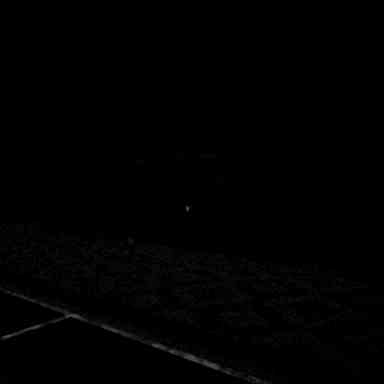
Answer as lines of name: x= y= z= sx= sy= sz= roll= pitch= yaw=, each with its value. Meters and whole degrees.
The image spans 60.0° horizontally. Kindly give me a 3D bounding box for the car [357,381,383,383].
car: x=2.446 y=1.587 z=1.112 sx=4.206 sy=1.307 sz=1.802 roll=0 pitch=0 yaw=36
